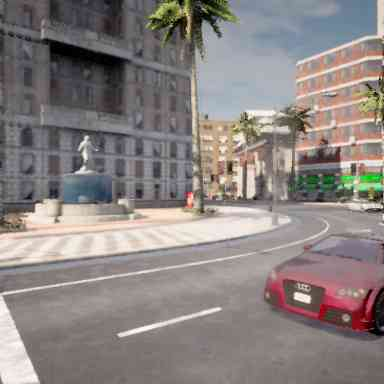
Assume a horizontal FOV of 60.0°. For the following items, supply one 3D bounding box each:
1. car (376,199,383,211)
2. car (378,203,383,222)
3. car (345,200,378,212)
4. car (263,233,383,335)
[{"bbox_3d":[23.078,1.528,37.561,1.812,1.442,4.674,0,0,-4],"label":"car"},{"bbox_3d":[14.572,1.506,22.868,1.837,1.490,4.892,0,0,17],"label":"car"},{"bbox_3d":[19.601,1.603,38.195,1.895,1.301,4.718,0,0,-5],"label":"car"},{"bbox_3d":[3.356,1.565,6.775,4.181,1.385,1.994,0,0,-40],"label":"car"}]
